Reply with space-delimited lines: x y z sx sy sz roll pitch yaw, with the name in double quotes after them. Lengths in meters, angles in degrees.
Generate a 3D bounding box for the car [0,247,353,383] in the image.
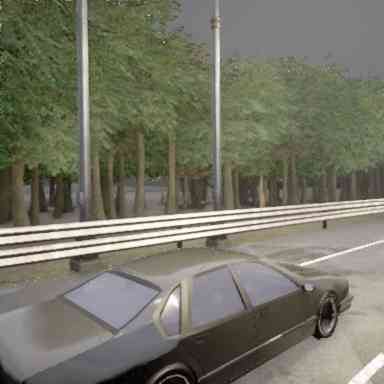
0.185 1.503 4.467 5.357 1.411 2.033 -1 1 -42 "car"
